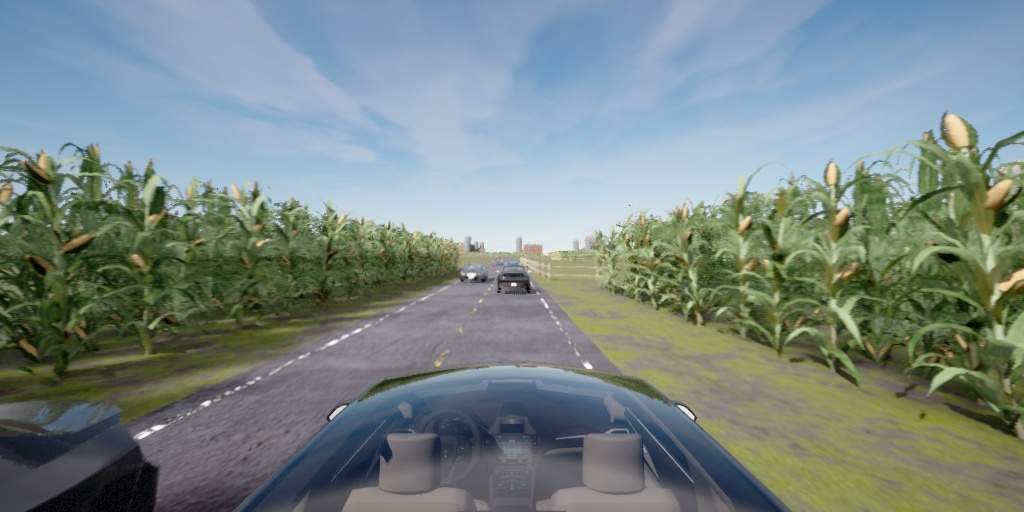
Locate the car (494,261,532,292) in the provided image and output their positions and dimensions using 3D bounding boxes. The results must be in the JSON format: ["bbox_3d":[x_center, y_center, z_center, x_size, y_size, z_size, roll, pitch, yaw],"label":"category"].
[{"bbox_3d":[0.095,1.249,21.258,1.837,1.490,4.892,0,0,0],"label":"car"}]

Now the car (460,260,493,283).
[{"bbox_3d":[-2.846,1.229,27.727,2.128,1.511,4.902,0,0,0],"label":"car"}]

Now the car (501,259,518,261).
[{"bbox_3d":[0.096,1.213,42.598,2.128,1.511,4.902,0,0,0],"label":"car"}]
